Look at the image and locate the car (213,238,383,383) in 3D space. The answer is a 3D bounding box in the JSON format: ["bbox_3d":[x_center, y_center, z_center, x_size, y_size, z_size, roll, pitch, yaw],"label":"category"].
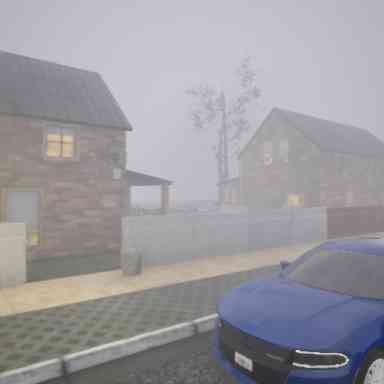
[{"bbox_3d":[2.564,1.474,4.898,5.008,1.535,1.882,0,0,-35],"label":"car"}]
